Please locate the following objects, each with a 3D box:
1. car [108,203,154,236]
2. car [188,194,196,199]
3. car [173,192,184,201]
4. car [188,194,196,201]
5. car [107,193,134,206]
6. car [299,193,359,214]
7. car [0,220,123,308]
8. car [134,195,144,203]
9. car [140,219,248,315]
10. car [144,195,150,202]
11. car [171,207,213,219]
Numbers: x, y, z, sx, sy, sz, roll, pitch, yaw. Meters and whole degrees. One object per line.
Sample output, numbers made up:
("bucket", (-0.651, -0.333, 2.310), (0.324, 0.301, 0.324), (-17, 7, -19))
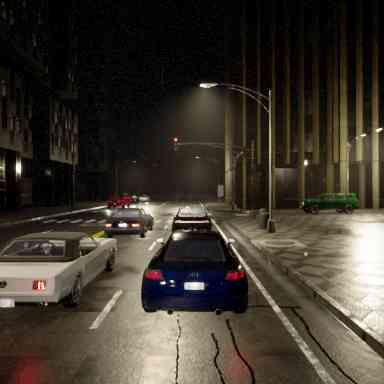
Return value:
("car", (-3.153, 1.533, 17.460), (2.033, 1.411, 5.357), (0, 0, 0))
("car", (-0.003, 1.200, 85.450), (1.895, 1.301, 4.718), (0, 0, 0))
("car", (-3.253, 1.302, 74.999), (1.837, 1.490, 4.892), (0, 0, 0))
("car", (-0.003, 1.342, 74.999), (2.033, 1.411, 5.357), (0, 0, 0))
("car", (-9.852, 1.142, 45.119), (2.150, 2.045, 5.566), (0, 0, 0))
("car", (13.566, 1.113, 32.990), (5.566, 2.045, 2.150), (0, 0, 2))
("car", (-3.148, 1.597, 7.868), (1.895, 1.301, 4.718), (0, 0, 0))
("car", (-9.842, 1.376, 55.192), (2.128, 1.511, 4.902), (0, 0, 0))
("car", (0.086, 1.561, 7.647), (1.994, 1.385, 4.181), (0, 0, 1))
("car", (-9.764, 1.363, 67.775), (1.812, 1.442, 4.674), (0, 0, 0))
("car", (-0.001, 1.478, 16.521), (2.128, 1.511, 4.902), (0, 0, 0))
